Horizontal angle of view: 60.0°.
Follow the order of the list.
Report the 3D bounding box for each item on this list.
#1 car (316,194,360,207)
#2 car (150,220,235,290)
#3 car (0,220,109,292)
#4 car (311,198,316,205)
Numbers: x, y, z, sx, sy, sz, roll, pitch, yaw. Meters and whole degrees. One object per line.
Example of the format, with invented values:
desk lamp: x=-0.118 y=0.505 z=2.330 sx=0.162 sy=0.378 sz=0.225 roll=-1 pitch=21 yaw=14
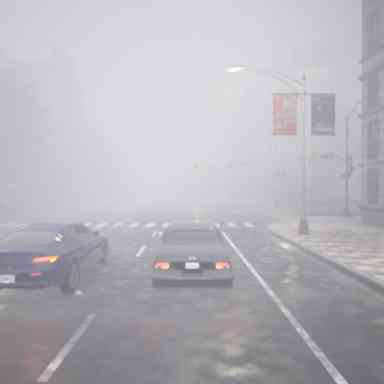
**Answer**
car: x=19.025 y=1.180 z=42.796 sx=4.674 sy=1.442 sz=1.812 roll=0 pitch=0 yaw=0
car: x=0.001 y=1.473 z=9.032 sx=2.033 sy=1.411 sz=5.357 roll=0 pitch=0 yaw=0
car: x=-3.497 y=1.455 z=8.582 sx=1.812 sy=1.442 sz=4.674 roll=0 pitch=0 yaw=0
car: x=19.080 y=1.128 z=46.289 sx=4.892 sy=1.490 sz=1.837 roll=-1 pitch=0 yaw=0
